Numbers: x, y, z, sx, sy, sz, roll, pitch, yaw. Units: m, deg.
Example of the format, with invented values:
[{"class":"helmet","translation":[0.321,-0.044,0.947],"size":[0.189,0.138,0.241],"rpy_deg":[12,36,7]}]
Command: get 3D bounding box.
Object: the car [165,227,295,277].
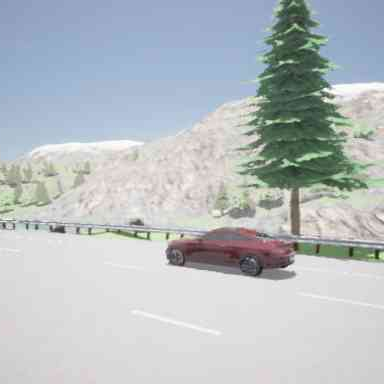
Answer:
[{"class":"car","translation":[1.230,1.970,11.803],"size":[4.674,1.442,1.812],"rpy_deg":[0,-3,33]}]
